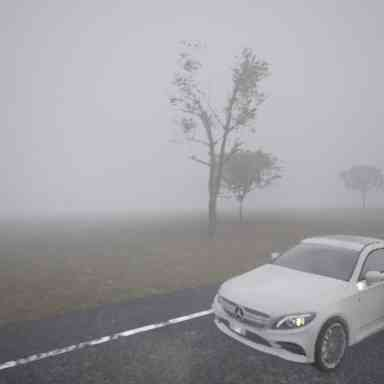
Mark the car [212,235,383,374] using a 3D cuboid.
[{"bbox_3d":[2.506,1.524,5.733,4.674,1.442,1.812,0,0,-35],"label":"car"}]
